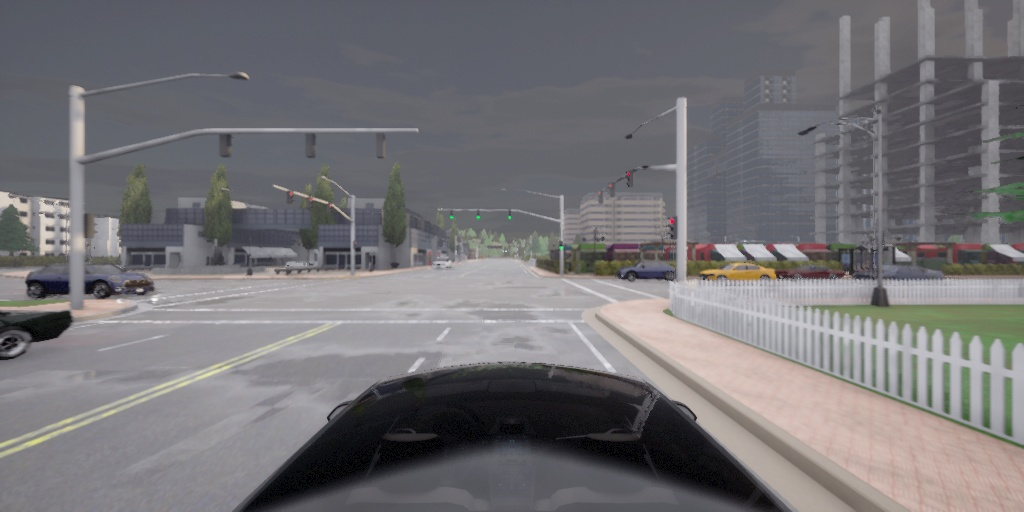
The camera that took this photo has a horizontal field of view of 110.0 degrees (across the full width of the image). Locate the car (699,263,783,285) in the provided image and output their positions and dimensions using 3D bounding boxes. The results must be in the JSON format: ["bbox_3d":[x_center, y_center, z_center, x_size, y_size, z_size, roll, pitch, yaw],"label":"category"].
[{"bbox_3d":[16.131,1.258,25.833,5.008,1.535,1.882,0,0,-1],"label":"car"}]

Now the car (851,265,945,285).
[{"bbox_3d":[28.095,1.328,26.136,5.357,1.411,2.033,0,0,-1],"label":"car"}]

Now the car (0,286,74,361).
[{"bbox_3d":[-10.501,1.379,5.534,1.895,1.301,4.718,0,0,0],"label":"car"}]

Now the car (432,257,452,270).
[{"bbox_3d":[-10.518,1.144,54.009,2.150,2.045,5.566,0,1,0],"label":"car"}]

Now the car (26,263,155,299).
[{"bbox_3d":[-20.727,1.119,17.806,4.553,1.767,2.097,0,0,0],"label":"car"}]

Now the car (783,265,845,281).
[{"bbox_3d":[24.310,1.386,29.541,4.718,1.301,1.895,0,0,-1],"label":"car"}]

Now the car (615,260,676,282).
[{"bbox_3d":[10.779,1.136,29.200,4.553,1.767,2.097,0,0,-1],"label":"car"}]
